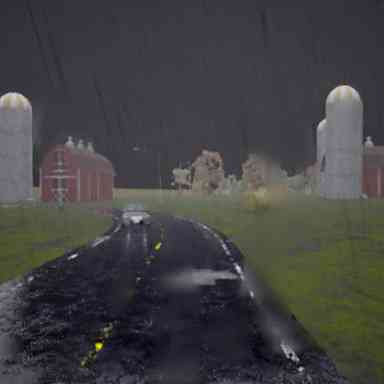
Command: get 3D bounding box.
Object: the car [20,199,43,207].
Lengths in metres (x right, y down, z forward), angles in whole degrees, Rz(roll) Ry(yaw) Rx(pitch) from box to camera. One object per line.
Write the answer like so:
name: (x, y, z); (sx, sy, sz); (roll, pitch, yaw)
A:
car: (-27.083, 1.842, 56.159); (4.181, 1.385, 1.994); (-1, 0, 31)

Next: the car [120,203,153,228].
car: (-3.805, 1.511, 22.629); (2.128, 1.511, 4.902); (0, 0, -11)
